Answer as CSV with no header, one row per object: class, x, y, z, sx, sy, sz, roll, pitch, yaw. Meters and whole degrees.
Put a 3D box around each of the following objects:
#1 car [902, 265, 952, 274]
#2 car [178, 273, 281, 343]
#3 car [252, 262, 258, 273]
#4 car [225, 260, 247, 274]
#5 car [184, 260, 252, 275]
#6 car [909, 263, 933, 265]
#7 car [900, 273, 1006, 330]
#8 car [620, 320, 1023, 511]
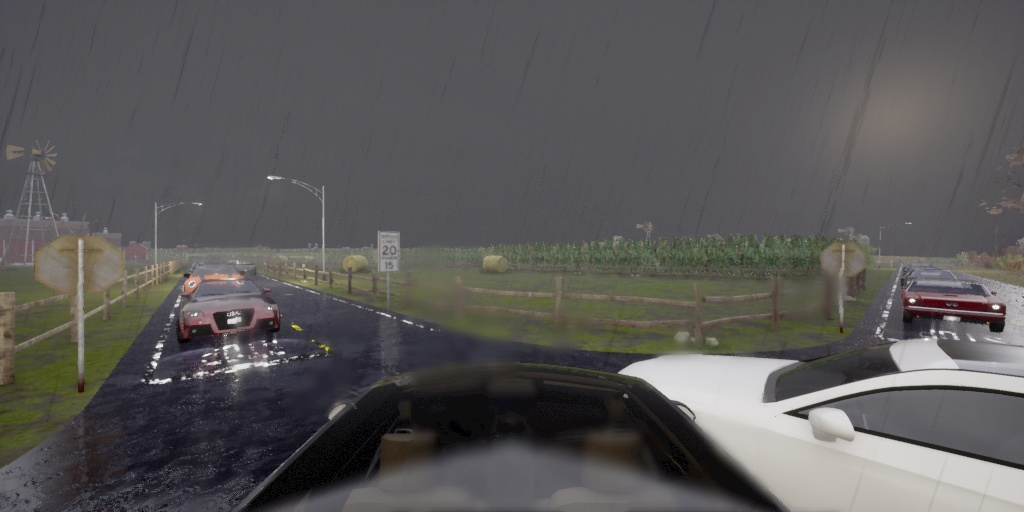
car,20.727,1.348,17.761,5.357,1.411,2.033,0,1,-42
car,-7.869,1.351,9.937,1.994,1.385,4.181,0,0,-42
car,-26.716,1.264,35.792,2.128,1.511,4.902,0,0,-41
car,-33.381,1.281,43.300,1.837,1.490,4.892,0,0,-41
car,-13.596,1.132,16.463,2.097,1.767,4.553,0,0,-41
car,27.528,1.380,23.965,4.181,1.385,1.994,0,1,-42
car,13.600,1.389,11.251,4.718,1.301,1.895,0,1,-43
car,2.853,1.293,2.269,1.812,1.442,4.674,0,1,-43
